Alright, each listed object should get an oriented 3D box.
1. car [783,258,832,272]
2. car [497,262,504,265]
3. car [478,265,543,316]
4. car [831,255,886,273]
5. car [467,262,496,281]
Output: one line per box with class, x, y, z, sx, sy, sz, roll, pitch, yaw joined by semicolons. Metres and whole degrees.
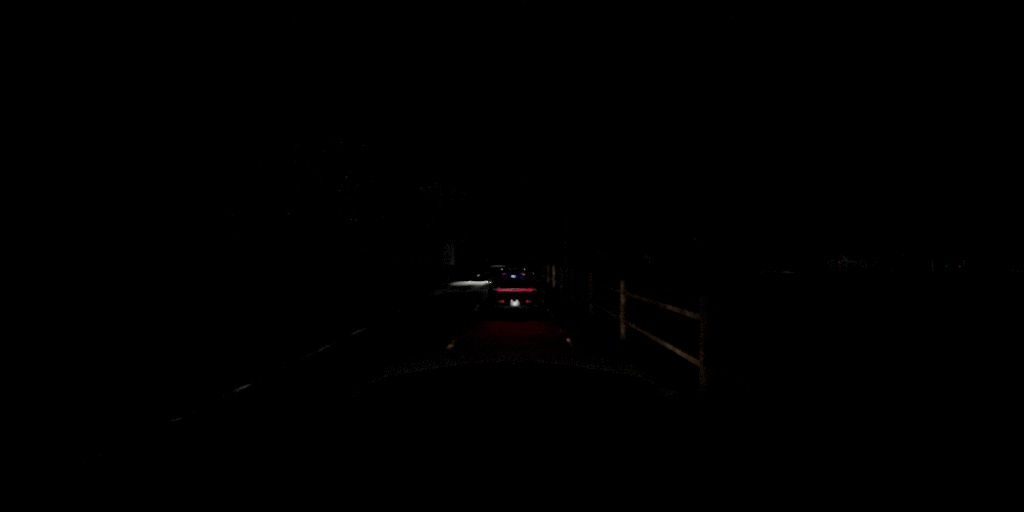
car;36.798;1.247;45.154;4.674;1.442;1.812;0;-1;-1
car;0.094;1.390;26.314;1.994;1.385;4.181;0;0;0
car;0.095;1.282;13.599;2.128;1.511;4.902;0;0;0
car;40.645;0.899;42.387;5.566;2.045;2.150;-1;-1;-1
car;-2.759;1.406;31.521;1.994;1.385;4.181;0;0;0
